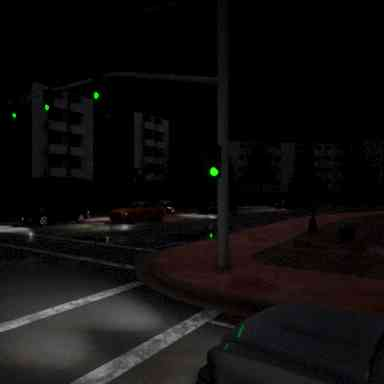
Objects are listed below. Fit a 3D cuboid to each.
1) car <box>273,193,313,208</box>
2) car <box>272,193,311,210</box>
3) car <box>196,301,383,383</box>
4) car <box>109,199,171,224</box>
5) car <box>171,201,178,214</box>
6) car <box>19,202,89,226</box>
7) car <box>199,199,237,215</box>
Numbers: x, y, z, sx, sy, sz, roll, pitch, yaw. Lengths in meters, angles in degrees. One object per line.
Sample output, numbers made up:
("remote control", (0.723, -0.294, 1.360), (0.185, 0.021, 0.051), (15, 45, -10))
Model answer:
("car", (14.674, 1.225, 48.359), (5.566, 2.045, 2.150), (0, 0, -27))
("car", (13.043, 1.222, 43.483), (5.566, 2.045, 2.150), (0, 0, -30))
("car", (2.361, 1.601, 2.349), (4.718, 1.301, 1.895), (0, 0, 37))
("car", (-4.077, 1.479, 25.546), (1.882, 1.535, 5.008), (0, 0, 34))
("car", (-3.401, 1.491, 32.633), (2.128, 1.511, 4.902), (0, 0, 36))
("car", (-9.618, 1.506, 23.570), (1.837, 1.490, 4.892), (0, 0, 35))
("car", (2.793, 1.479, 34.850), (1.882, 1.535, 5.008), (0, 0, 42))
